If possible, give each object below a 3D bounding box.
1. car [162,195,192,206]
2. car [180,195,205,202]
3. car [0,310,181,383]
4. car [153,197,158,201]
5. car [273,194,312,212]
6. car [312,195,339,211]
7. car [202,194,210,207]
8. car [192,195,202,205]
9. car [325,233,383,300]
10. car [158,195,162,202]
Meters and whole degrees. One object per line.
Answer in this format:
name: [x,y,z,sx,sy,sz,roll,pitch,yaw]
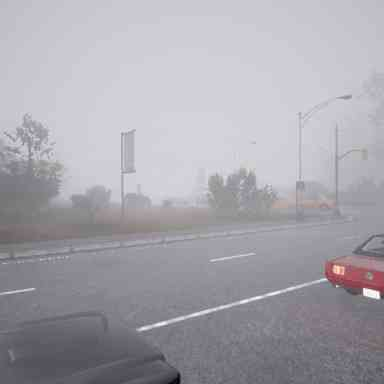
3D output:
car: [-2.340,1.373,51.697,1.994,1.385,4.181,-1,0,-39]
car: [0.057,1.273,65.764,2.033,1.411,5.357,-1,0,-38]
car: [-2.339,1.601,2.067,4.718,1.301,1.895,0,0,-36]
car: [-6.677,1.326,74.030,1.895,1.301,4.718,-1,0,-38]
car: [10.043,1.278,36.310,1.882,1.535,5.008,-1,0,-39]
car: [13.926,1.122,37.070,2.097,1.767,4.553,-1,0,-39]
car: [3.972,1.282,43.847,1.882,1.535,5.008,-1,0,-39]
car: [2.685,1.131,51.037,2.097,1.767,4.553,-1,0,-39]
car: [5.107,1.570,7.407,4.718,1.301,1.895,0,0,-36]
car: [-3.501,1.384,58.756,1.895,1.301,4.718,-1,0,-38]
